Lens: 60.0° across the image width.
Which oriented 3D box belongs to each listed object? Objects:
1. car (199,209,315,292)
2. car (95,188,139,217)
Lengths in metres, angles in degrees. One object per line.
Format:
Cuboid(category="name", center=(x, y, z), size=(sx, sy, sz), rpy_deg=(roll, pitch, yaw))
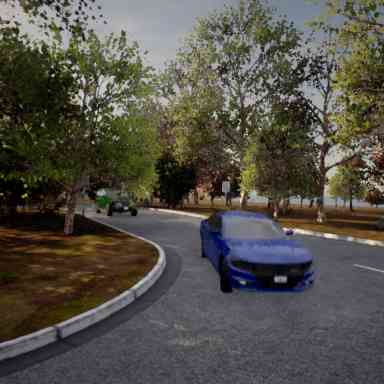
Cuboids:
Cuboid(category="car", center=(1.384, 1.279, 8.706), size=(1.882, 1.535, 5.008), rpy_deg=(2, 2, -7))
Cuboid(category="car", center=(-5.868, 0.725, 25.418), size=(2.150, 2.045, 5.566), rpy_deg=(1, 0, -29))
